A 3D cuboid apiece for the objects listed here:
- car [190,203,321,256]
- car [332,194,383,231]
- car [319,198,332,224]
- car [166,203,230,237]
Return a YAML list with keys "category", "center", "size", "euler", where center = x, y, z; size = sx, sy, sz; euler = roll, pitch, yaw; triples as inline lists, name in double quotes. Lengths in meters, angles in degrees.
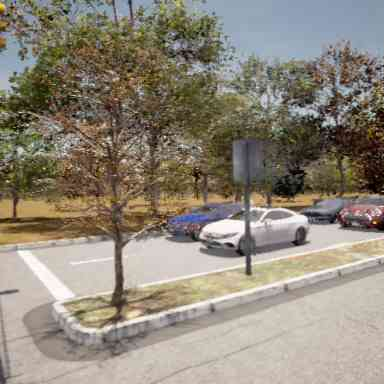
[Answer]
- category: "car"
  center: [2.439, 1.266, 12.119]
  size: [4.674, 1.442, 1.812]
  euler: [-1, 2, -37]
- category: "car"
  center: [9.623, 0.926, 17.177]
  size: [4.553, 1.767, 2.097]
  euler: [-1, 2, -35]
- category: "car"
  center: [8.894, 1.057, 20.338]
  size: [5.357, 1.411, 2.033]
  euler: [-1, 2, -35]
- category: "car"
  center: [1.069, 1.217, 14.796]
  size: [4.674, 1.442, 1.812]
  euler: [-1, 2, -35]
